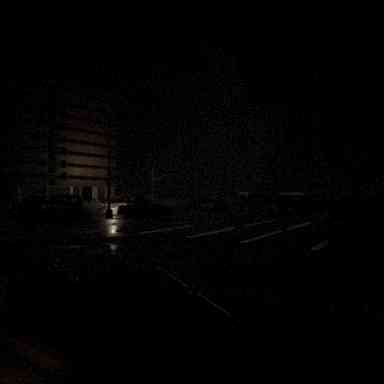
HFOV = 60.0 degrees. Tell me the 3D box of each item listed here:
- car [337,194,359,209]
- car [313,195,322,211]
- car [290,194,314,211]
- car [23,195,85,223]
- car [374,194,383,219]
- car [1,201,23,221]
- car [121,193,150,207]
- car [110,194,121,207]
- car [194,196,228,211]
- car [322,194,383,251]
[{"bbox_3d":[20.258,1.151,43.167,1.932,1.855,4.605,0,0,34],"label":"car"},{"bbox_3d":[18.006,1.362,44.626,1.784,1.438,3.905,0,0,34],"label":"car"},{"bbox_3d":[15.608,1.393,46.247,1.970,1.475,3.806,0,0,34],"label":"car"},{"bbox_3d":[-9.642,1.154,23.999,1.905,1.878,3.866,0,0,34],"label":"car"},{"bbox_3d":[16.429,1.151,27.578,1.932,1.855,4.605,0,0,34],"label":"car"},{"bbox_3d":[-12.010,1.151,25.664,1.932,1.855,4.605,0,0,34],"label":"car"},{"bbox_3d":[-10.984,1.403,65.003,2.097,1.767,4.553,0,0,34],"label":"car"},{"bbox_3d":[-13.925,1.326,66.902,2.150,2.045,5.566,0,0,34],"label":"car"},{"bbox_3d":[2.376,1.393,36.960,1.970,1.475,3.806,0,0,34],"label":"car"},{"bbox_3d":[6.641,1.153,13.047,1.905,1.878,3.866,0,0,34],"label":"car"}]
